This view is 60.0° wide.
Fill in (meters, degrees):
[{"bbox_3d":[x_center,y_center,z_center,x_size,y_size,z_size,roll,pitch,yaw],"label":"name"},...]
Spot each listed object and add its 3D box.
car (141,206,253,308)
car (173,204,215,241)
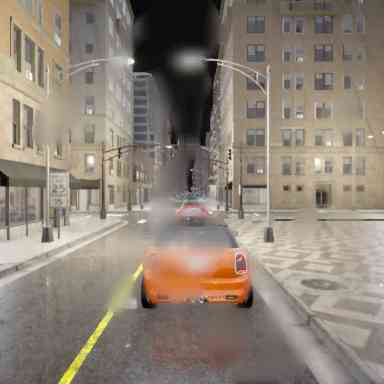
[{"bbox_3d":[0.089,1.352,8.056,2.097,1.767,4.553,0,0,0],"label":"car"},{"bbox_3d":[0.084,1.477,17.656,1.882,1.535,5.008,0,0,0],"label":"car"}]
